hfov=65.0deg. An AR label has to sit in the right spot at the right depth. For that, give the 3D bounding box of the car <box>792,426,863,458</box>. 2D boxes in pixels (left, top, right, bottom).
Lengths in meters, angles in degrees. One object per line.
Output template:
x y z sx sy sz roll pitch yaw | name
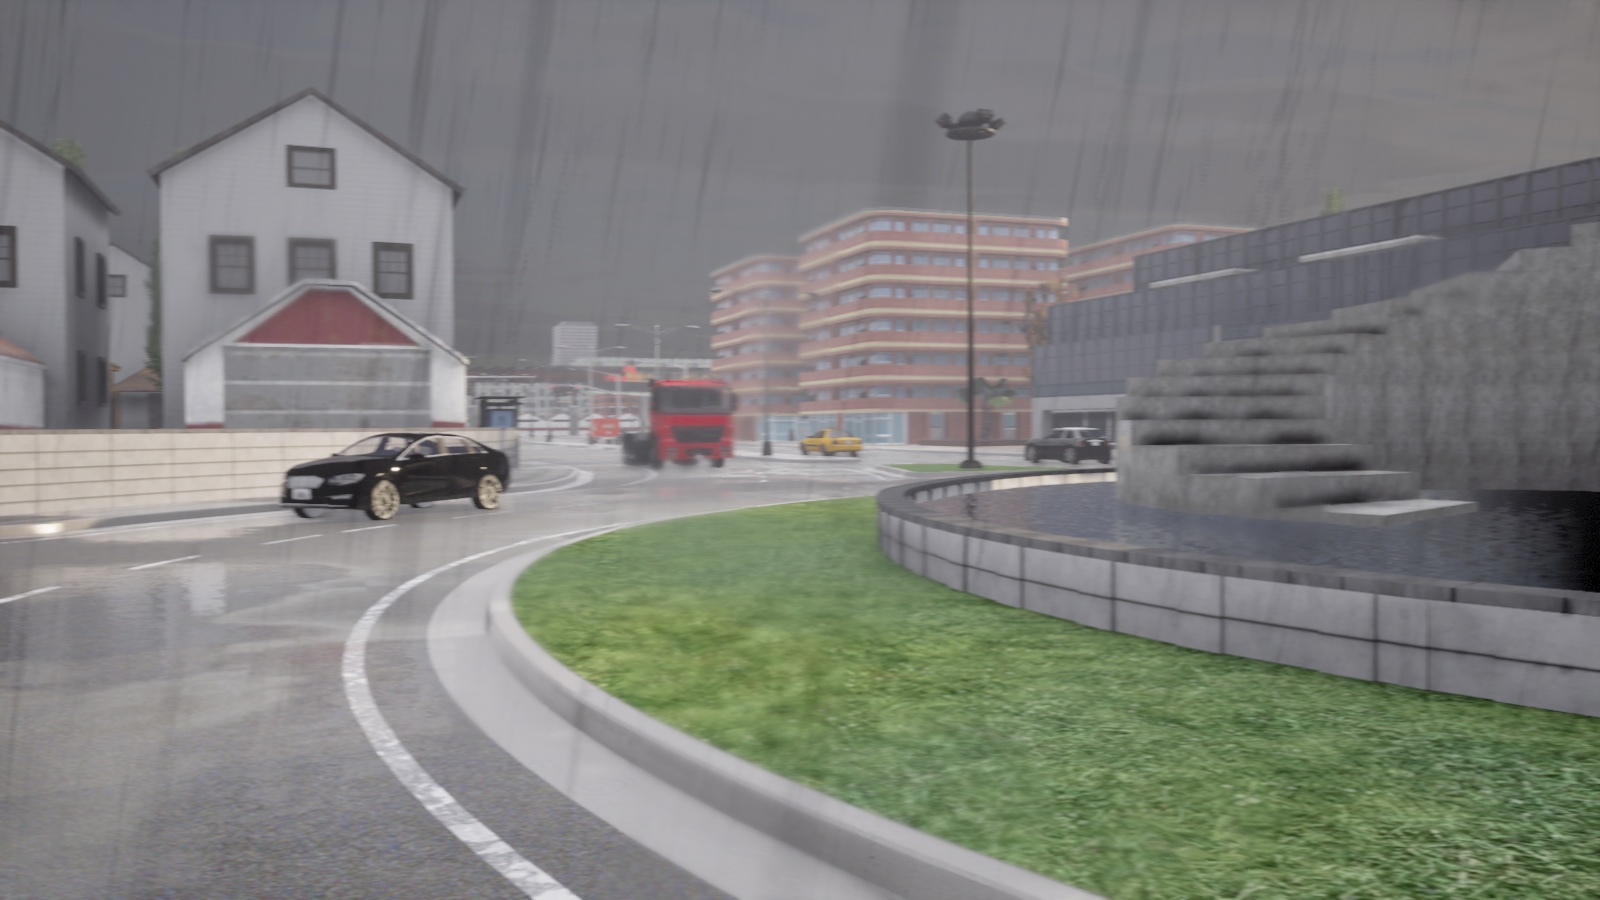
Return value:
1.377 -0.444 65.371 1.801 1.575 5.366 0 1 -21 | car

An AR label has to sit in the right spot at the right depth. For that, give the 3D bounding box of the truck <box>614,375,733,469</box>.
-5.212 -1.102 50.180 2.891 3.462 7.936 0 1 -20 | truck

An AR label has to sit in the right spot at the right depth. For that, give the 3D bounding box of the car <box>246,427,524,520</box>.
-7.407 0.334 23.029 2.128 1.511 4.902 1 1 23 | car

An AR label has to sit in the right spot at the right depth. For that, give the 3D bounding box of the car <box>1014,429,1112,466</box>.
10.739 -0.134 51.509 1.970 1.475 3.806 0 1 -26 | car
